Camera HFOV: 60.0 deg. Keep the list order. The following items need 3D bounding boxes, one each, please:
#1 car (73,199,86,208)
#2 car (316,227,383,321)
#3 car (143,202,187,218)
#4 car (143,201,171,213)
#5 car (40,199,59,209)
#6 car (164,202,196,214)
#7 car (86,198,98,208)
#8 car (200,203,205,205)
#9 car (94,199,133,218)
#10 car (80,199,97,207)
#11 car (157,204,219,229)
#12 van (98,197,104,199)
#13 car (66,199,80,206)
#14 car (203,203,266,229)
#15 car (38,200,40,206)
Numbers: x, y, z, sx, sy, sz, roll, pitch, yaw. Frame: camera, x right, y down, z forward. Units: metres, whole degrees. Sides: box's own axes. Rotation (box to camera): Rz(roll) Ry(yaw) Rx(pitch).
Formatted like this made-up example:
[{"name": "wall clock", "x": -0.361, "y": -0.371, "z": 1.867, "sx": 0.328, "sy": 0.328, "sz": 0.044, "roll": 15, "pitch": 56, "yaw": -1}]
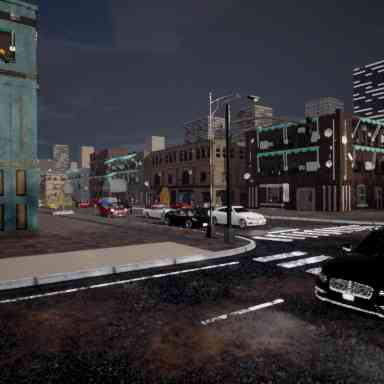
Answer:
[{"name": "car", "x": -20.578, "y": 2.230, "z": 62.263, "sx": 1.994, "sy": 1.385, "sz": 4.181, "roll": -1, "pitch": 0, "yaw": -36}, {"name": "car", "x": 4.591, "y": 1.503, "z": 6.980, "sx": 4.892, "sy": 1.490, "sz": 1.837, "roll": 0, "pitch": 0, "yaw": -36}, {"name": "car", "x": -2.860, "y": 1.915, "z": 31.967, "sx": 1.895, "sy": 1.301, "sz": 4.718, "roll": -1, "pitch": 0, "yaw": -36}, {"name": "car", "x": -4.762, "y": 1.966, "z": 44.573, "sx": 1.802, "sy": 1.307, "sz": 4.206, "roll": -2, "pitch": 0, "yaw": -36}, {"name": "car", "x": -24.354, "y": 2.233, "z": 57.575, "sx": 1.752, "sy": 1.417, "sz": 4.829, "roll": -1, "pitch": 0, "yaw": -36}, {"name": "car", "x": -1.545, "y": 1.904, "z": 40.070, "sx": 1.802, "sy": 1.307, "sz": 4.206, "roll": -2, "pitch": 0, "yaw": -36}, {"name": "car", "x": -17.641, "y": 1.940, "z": 62.587, "sx": 2.192, "sy": 1.841, "sz": 5.009, "roll": -1, "pitch": 0, "yaw": -36}, {"name": "car", "x": 1.673, "y": 1.810, "z": 35.566, "sx": 2.008, "sy": 1.369, "sz": 4.403, "roll": -2, "pitch": 0, "yaw": -36}, {"name": "car", "x": -8.365, "y": 1.847, "z": 35.196, "sx": 1.967, "sy": 1.590, "sz": 4.097, "roll": -1, "pitch": 0, "yaw": -36}, {"name": "car", "x": -20.854, "y": 2.228, "z": 67.091, "sx": 1.887, "sy": 1.381, "sz": 4.507, "roll": -1, "pitch": 0, "yaw": -36}, {"name": "car", "x": -0.393, "y": 1.815, "z": 23.835, "sx": 1.947, "sy": 1.339, "sz": 4.313, "roll": -2, "pitch": 0, "yaw": -36}, {"name": "van", "x": -14.422, "y": 1.907, "z": 58.083, "sx": 1.690, "sy": 1.788, "sz": 3.998, "roll": -1, "pitch": 0, "yaw": -36}, {"name": "car", "x": -27.289, "y": 2.364, "z": 76.098, "sx": 1.947, "sy": 1.339, "sz": 4.313, "roll": -1, "pitch": 0, "yaw": -36}, {"name": "car", "x": 3.098, "y": 1.722, "z": 23.680, "sx": 1.812, "sy": 1.442, "sz": 4.674, "roll": -1, "pitch": 0, "yaw": -37}, {"name": "car", "x": -30.889, "y": 2.376, "z": 66.721, "sx": 2.008, "sy": 1.369, "sz": 4.403, "roll": -1, "pitch": 0, "yaw": -36}]
